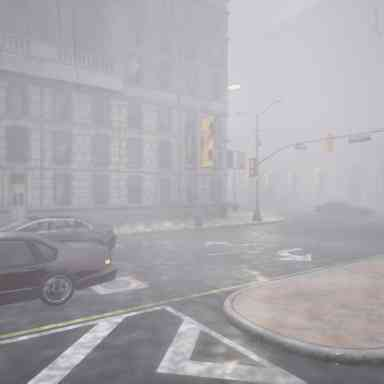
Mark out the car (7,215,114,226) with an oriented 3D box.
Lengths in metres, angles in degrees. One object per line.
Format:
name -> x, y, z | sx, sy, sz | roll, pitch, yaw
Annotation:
car -> -4.772, 1.491, 10.387 | 4.902, 1.511, 2.128 | 0, 0, -34

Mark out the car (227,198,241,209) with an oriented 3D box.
car -> 4.292, 1.547, 45.372 | 2.033, 1.411, 5.357 | 0, 0, -35

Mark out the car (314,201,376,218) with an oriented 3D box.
car -> 14.162, 1.548, 31.135 | 2.033, 1.411, 5.357 | 0, 0, -35

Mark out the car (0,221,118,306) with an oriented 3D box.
car -> -4.235, 1.547, 6.515 | 5.357, 1.411, 2.033 | 0, 0, -34

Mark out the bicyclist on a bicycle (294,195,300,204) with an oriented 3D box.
bicyclist on a bicycle -> 17.991, 1.300, 57.149 | 1.656, 1.620, 0.582 | 0, 0, -35
